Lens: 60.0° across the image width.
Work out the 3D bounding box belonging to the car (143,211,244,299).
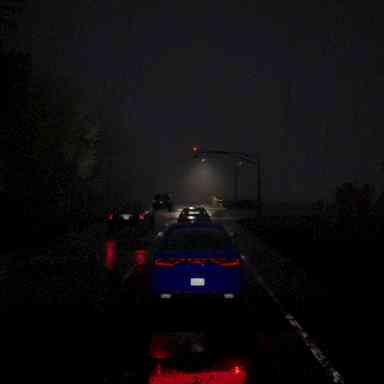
[{"bbox_3d":[0.103,1.480,8.501,1.882,1.535,5.008,0,0,0],"label":"car"}]

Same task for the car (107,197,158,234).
[{"bbox_3d":[-3.393,1.356,19.280,2.097,1.767,4.553,0,0,0],"label":"car"}]

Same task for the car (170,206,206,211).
[{"bbox_3d":[0.110,1.552,18.177,2.033,1.411,5.357,0,0,0],"label":"car"}]

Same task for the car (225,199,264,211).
[{"bbox_3d":[6.717,1.668,42.745,4.892,1.490,1.837,1,0,24],"label":"car"}]

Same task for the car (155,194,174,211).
[{"bbox_3d":[-3.386,1.230,39.471,2.150,2.045,5.566,0,0,0],"label":"car"}]
